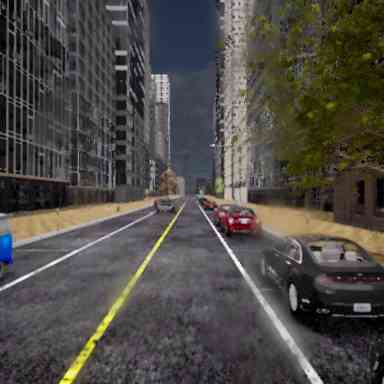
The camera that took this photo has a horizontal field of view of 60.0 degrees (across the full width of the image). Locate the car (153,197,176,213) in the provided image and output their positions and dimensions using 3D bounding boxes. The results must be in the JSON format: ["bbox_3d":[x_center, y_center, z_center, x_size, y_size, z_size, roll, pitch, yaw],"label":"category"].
[{"bbox_3d":[-3.067,1.582,40.142,2.097,1.767,4.553,0,0,0],"label":"car"}]

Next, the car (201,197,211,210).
[{"bbox_3d":[2.612,1.812,47.277,1.887,1.381,4.507,0,0,0],"label":"car"}]

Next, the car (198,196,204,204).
[{"bbox_3d":[2.584,1.913,64.354,1.947,1.339,4.313,0,0,0],"label":"car"}]

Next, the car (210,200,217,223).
[{"bbox_3d":[2.650,1.585,24.508,1.967,1.590,4.097,0,0,0],"label":"car"}]

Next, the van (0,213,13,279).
[{"bbox_3d":[-5.701,1.389,7.421,1.690,1.788,3.998,0,0,0],"label":"van"}]

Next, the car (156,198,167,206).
[{"bbox_3d":[-5.797,1.930,64.347,1.802,1.307,4.206,0,0,0],"label":"car"}]

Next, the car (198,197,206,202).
[{"bbox_3d":[2.545,2.011,87.122,1.947,1.339,4.313,0,0,0],"label":"car"}]

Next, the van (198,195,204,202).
[{"bbox_3d":[2.536,1.809,92.817,1.690,1.788,3.998,0,0,0],"label":"van"}]

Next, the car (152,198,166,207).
[{"bbox_3d":[-5.787,1.867,58.654,1.887,1.381,4.507,0,0,0],"label":"car"}]

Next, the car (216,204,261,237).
[{"bbox_3d":[2.660,1.553,18.816,1.967,1.590,4.097,0,0,0],"label":"car"}]

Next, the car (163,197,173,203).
[{"bbox_3d":[-5.826,1.988,81.424,1.947,1.339,4.313,0,0,0],"label":"car"}]

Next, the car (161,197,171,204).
[{"bbox_3d":[-5.816,1.943,75.732,1.887,1.381,4.507,0,0,0],"label":"car"}]

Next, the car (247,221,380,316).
[{"bbox_3d":[2.679,1.598,7.430,2.008,1.369,4.403,0,0,0],"label":"car"}]

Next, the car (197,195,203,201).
[{"bbox_3d":[2.564,1.964,75.738,1.947,1.339,4.313,0,0,0],"label":"car"}]

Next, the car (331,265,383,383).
[{"bbox_3d":[2.689,1.563,1.738,2.008,1.369,4.403,0,0,0],"label":"car"}]
